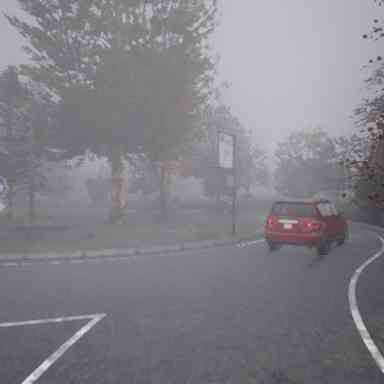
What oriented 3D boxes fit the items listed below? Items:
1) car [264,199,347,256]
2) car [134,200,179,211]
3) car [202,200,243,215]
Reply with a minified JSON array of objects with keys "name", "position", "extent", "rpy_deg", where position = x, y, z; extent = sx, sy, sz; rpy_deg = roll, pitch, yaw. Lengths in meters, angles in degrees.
[{"name":"car","position":[4.878,1.300,13.832],"extent":[2.150,2.045,5.566],"rpy_deg":[0,0,35]},{"name":"car","position":[-4.316,1.672,40.428],"extent":[5.357,1.411,2.033],"rpy_deg":[1,0,13]},{"name":"car","position":[3.225,1.647,36.467],"extent":[5.008,1.535,1.882],"rpy_deg":[0,-1,44]}]
